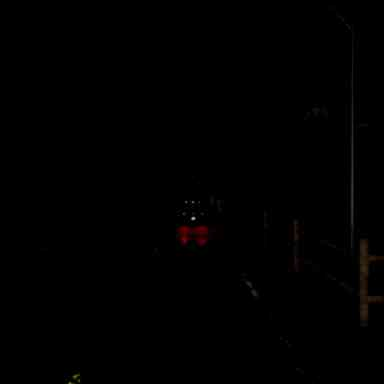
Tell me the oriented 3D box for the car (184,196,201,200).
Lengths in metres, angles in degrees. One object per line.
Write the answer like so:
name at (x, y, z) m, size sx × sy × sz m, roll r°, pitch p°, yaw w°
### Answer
car at (0.092, 1.255, 41.441) m, size 2.097 × 1.767 × 4.553 m, roll 0°, pitch 0°, yaw 0°

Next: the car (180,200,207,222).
car at (0.095, 1.524, 25.060) m, size 1.895 × 1.301 × 4.718 m, roll 0°, pitch 0°, yaw 0°
